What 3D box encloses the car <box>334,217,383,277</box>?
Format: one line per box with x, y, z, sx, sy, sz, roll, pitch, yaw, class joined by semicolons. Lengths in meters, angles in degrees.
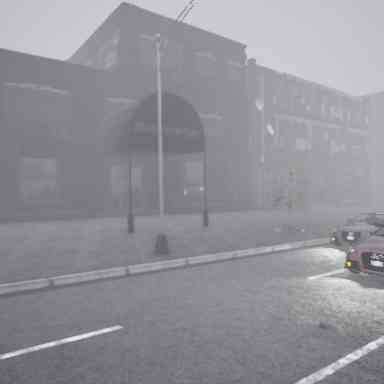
6.110;1.565;9.280;4.181;1.385;1.994;0;0;-36;car

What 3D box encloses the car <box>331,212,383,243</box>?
7.660;1.569;13.914;4.181;1.385;1.994;0;0;-37;car
